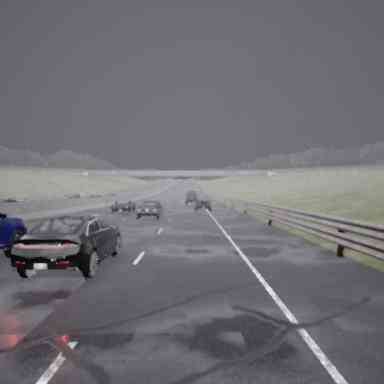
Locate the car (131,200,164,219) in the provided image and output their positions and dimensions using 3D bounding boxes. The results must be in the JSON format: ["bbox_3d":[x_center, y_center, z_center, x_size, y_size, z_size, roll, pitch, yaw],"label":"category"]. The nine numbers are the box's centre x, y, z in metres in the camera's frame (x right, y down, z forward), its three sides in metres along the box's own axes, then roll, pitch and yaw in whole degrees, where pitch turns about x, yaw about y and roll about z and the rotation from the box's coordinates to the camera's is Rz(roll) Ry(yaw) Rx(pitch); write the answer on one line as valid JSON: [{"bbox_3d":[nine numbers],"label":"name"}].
[{"bbox_3d":[-3.406,1.431,27.636,2.033,1.411,5.357,0,0,0],"label":"car"}]

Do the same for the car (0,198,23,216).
[{"bbox_3d":[-17.601,1.382,30.349,1.837,1.490,4.892,0,0,0],"label":"car"}]

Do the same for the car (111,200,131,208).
[{"bbox_3d":[-6.908,1.469,34.359,1.895,1.301,4.718,0,0,0],"label":"car"}]

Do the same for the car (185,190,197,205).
[{"bbox_3d":[-0.013,1.046,55.399,2.150,2.045,5.566,0,0,0],"label":"car"}]

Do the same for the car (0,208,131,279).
[{"bbox_3d":[-3.403,1.440,9.885,2.128,1.511,4.902,0,0,0],"label":"car"}]

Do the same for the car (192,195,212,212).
[{"bbox_3d":[1.217,1.369,37.252,1.837,1.490,4.892,0,0,0],"label":"car"}]

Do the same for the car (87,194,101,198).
[{"bbox_3d":[-21.016,1.124,71.596,1.895,1.301,4.718,0,1,0],"label":"car"}]

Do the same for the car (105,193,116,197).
[{"bbox_3d":[-17.516,1.028,71.625,1.837,1.490,4.892,0,1,0],"label":"car"}]

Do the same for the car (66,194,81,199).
[{"bbox_3d":[-24.516,1.175,68.789,1.837,1.490,4.892,0,1,0],"label":"car"}]

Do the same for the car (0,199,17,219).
[{"bbox_3d":[-6.902,1.172,9.474,2.150,2.045,5.566,0,0,0],"label":"car"}]

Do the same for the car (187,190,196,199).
[{"bbox_3d":[-0.020,0.487,80.881,2.150,2.045,5.566,0,2,0],"label":"car"}]
